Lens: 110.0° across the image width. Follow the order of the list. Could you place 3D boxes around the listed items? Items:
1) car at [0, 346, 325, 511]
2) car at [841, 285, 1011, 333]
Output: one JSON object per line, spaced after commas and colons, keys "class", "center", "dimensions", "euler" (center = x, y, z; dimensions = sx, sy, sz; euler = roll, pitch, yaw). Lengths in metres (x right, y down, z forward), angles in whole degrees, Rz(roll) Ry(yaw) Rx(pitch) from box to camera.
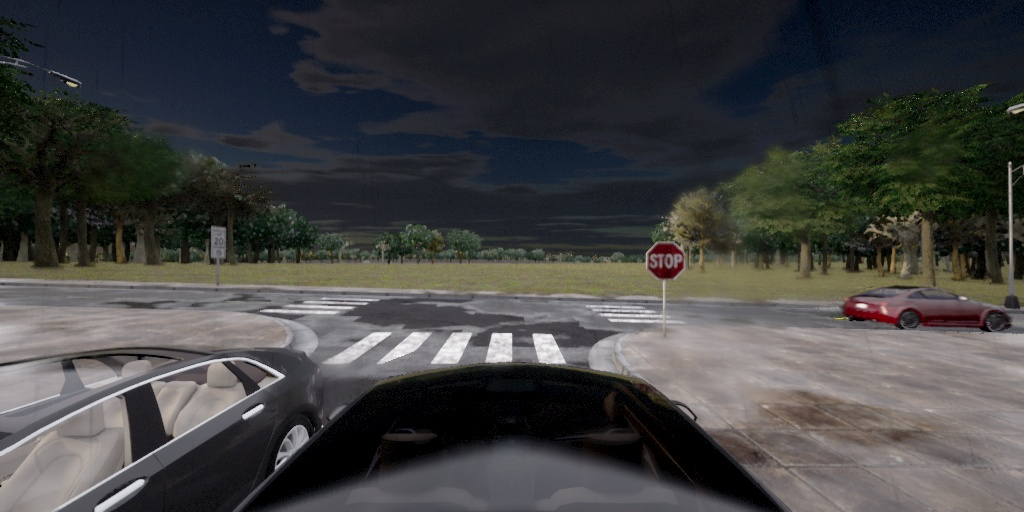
{"class": "car", "center": [-2.638, 1.300, 1.737], "dimensions": [2.007, 1.370, 4.403], "euler": [0, 0, 0]}
{"class": "car", "center": [13.932, 1.728, 12.224], "dimensions": [4.181, 1.385, 1.994], "euler": [2, -1, 0]}
